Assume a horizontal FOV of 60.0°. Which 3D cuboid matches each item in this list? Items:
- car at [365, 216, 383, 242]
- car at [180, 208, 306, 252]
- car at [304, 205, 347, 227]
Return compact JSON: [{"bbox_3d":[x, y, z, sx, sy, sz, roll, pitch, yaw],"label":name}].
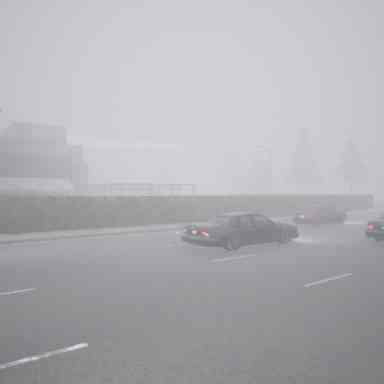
[{"bbox_3d":[10.003,1.547,15.187,5.357,1.411,2.033,0,0,-36],"label":"car"},{"bbox_3d":[2.106,1.547,13.851,5.357,1.411,2.033,0,0,-36],"label":"car"},{"bbox_3d":[8.841,1.564,22.956,4.181,1.385,1.994,0,0,-36],"label":"car"}]
